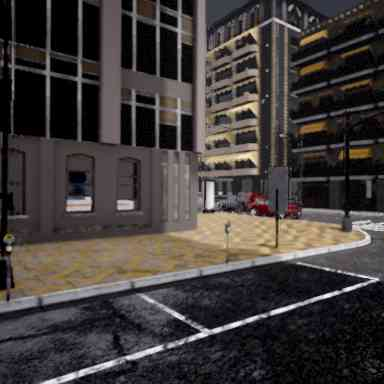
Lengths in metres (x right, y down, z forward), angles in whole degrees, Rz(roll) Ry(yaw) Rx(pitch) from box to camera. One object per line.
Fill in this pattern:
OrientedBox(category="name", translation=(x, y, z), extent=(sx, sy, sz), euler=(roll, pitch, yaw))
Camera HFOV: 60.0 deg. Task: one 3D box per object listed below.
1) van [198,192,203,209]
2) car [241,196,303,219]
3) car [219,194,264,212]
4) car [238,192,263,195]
OrientedBox(category="van", translation=(-0.408, 0.856, 34.354), extent=(1.690, 1.788, 3.998), euler=(2, 0, -36))
OrientedBox(category="car", translation=(6.222, 1.235, 25.192), extent=(1.887, 1.381, 4.507), euler=(2, 0, -36))
OrientedBox(category="car", translation=(4.534, 1.175, 31.918), extent=(1.994, 1.385, 4.181), euler=(1, 1, -36))
OrientedBox(category="car", translation=(6.375, 0.899, 39.275), extent=(2.192, 1.841, 5.009), euler=(2, 0, -36))
